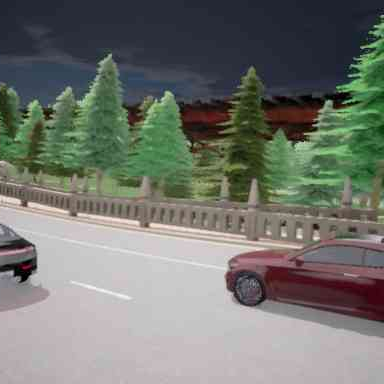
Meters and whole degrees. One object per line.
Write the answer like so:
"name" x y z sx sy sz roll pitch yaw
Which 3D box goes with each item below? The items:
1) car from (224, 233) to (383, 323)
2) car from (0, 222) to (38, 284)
"car" 2.859 1.522 6.251 4.674 1.442 1.812 0 0 35
"car" -5.683 1.385 8.046 4.902 1.511 2.128 2 1 35
